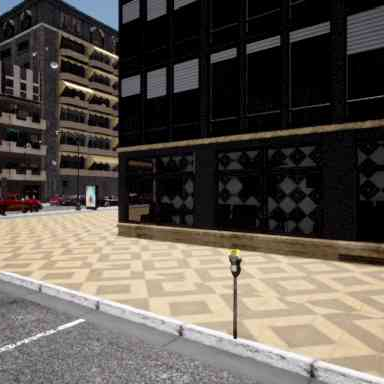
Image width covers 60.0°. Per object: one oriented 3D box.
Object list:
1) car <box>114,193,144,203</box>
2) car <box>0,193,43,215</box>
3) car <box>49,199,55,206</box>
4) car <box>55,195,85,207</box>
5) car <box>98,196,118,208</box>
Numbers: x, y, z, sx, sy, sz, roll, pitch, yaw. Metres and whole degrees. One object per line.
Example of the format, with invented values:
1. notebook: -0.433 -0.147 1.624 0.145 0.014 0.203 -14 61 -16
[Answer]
1. car: -9.795 0.834 51.742 2.008 1.369 4.403 2 2 35
2. car: -15.642 1.029 28.813 2.192 1.841 5.009 1 2 35
3. car: -16.166 1.074 42.663 1.802 1.307 4.206 1 2 35
4. car: -14.127 1.063 41.101 1.994 1.385 4.181 0 1 35
5. car: -9.271 1.072 37.901 1.947 1.339 4.313 1 2 35
